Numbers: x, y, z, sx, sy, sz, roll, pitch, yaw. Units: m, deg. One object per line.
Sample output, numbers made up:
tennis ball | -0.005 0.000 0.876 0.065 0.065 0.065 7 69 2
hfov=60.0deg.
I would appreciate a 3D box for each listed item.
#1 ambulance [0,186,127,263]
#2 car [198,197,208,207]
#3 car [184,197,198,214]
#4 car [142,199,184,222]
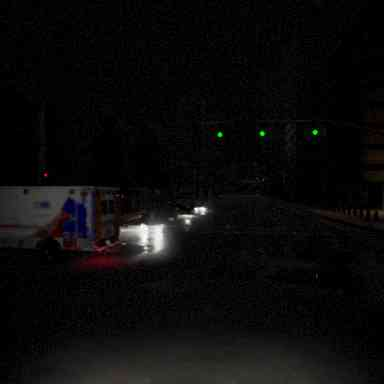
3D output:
ambulance | -5.725 1.031 11.839 6.366 2.431 2.351 0 0 9
car | 1.418 1.492 51.026 2.128 1.511 4.902 0 0 9
car | -0.867 1.477 36.057 1.882 1.535 5.008 0 0 9
car | -2.426 1.491 26.195 2.128 1.511 4.902 0 0 11
